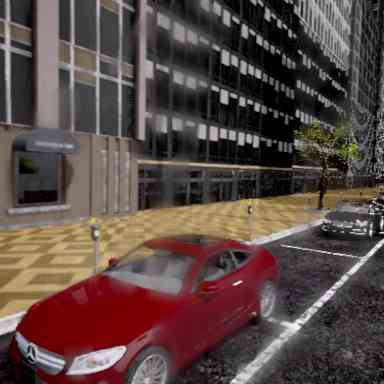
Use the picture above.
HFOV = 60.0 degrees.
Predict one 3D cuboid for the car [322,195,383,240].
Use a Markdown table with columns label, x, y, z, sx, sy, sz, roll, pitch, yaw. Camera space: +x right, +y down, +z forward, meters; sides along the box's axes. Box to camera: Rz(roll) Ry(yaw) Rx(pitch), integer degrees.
| label | x | y | z | sx | sy | sz | roll | pitch | yaw |
| --- | --- | --- | --- | --- | --- | --- | --- | --- | --- |
| car | 6.698 | 0.986 | 13.651 | 2.008 | 1.369 | 4.403 | 3 | 3 | 37 |

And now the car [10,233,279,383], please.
| label | x | y | z | sx | sy | sz | roll | pitch | yaw |
| --- | --- | --- | --- | --- | --- | --- | --- | --- | --- |
| car | -0.176 | 1.308 | 4.604 | 1.802 | 1.307 | 4.206 | 3 | 3 | 37 |

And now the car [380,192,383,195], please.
| label | x | y | z | sx | sy | sz | roll | pitch | yaw |
| --- | --- | --- | --- | --- | --- | --- | --- | --- | --- |
| car | 13.572 | 0.695 | 22.699 | 2.008 | 1.369 | 4.403 | 3 | 3 | 37 |
